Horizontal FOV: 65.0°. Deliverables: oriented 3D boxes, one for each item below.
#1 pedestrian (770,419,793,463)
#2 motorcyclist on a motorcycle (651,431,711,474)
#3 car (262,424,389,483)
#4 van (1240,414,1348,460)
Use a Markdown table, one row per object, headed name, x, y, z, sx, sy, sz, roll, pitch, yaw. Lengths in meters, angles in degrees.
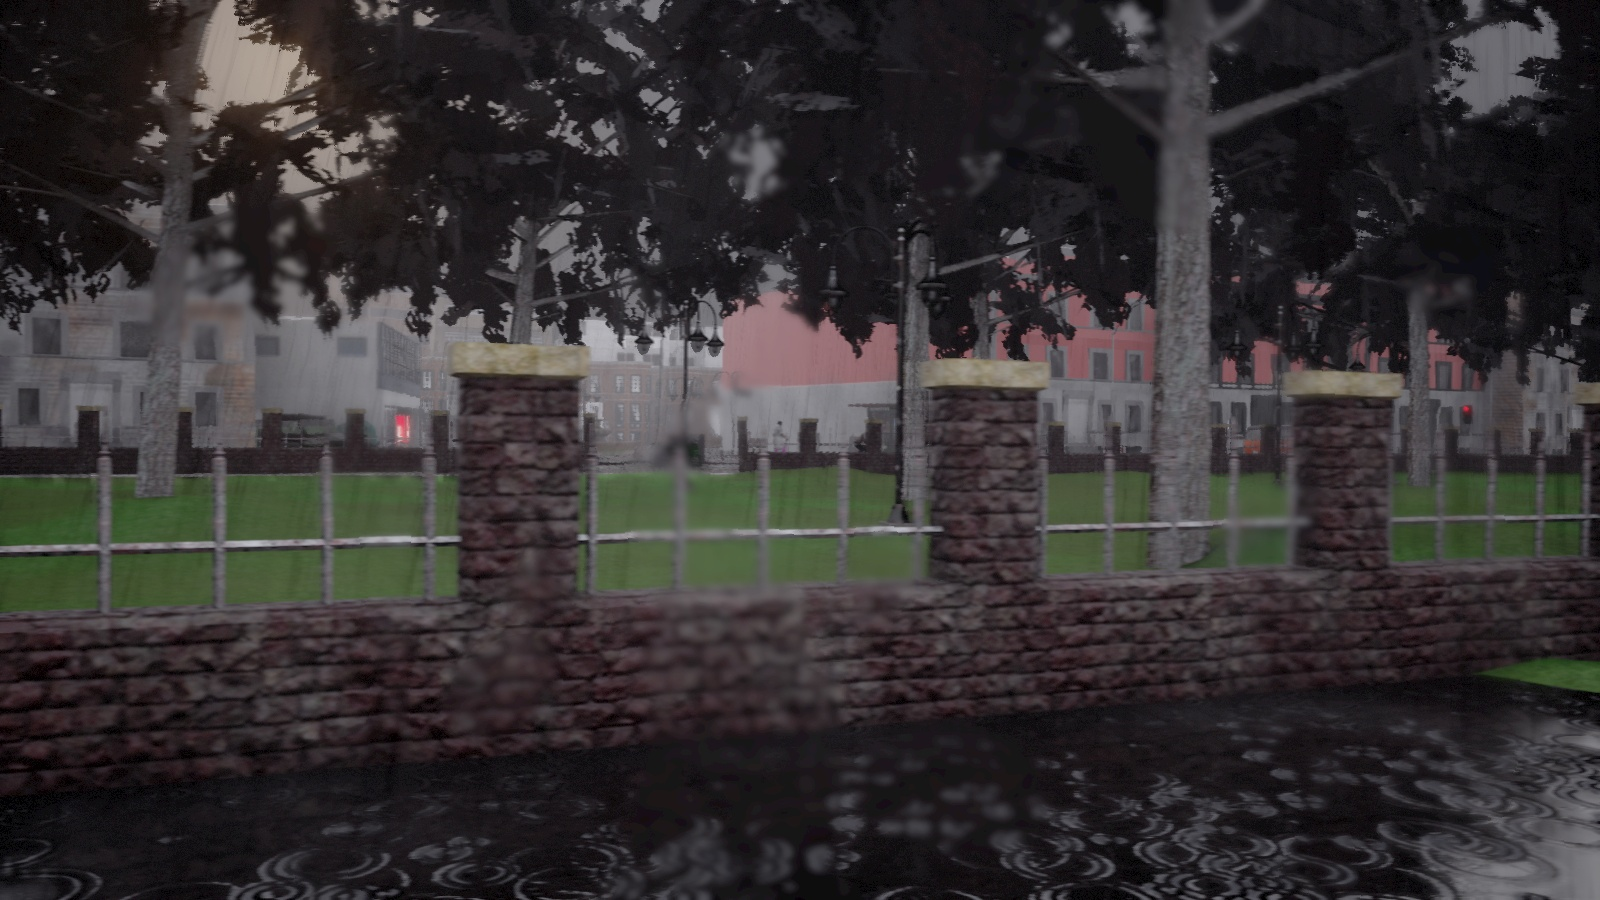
| name | x | y | z | sx | sy | sz | roll | pitch | yaw |
| --- | --- | --- | --- | --- | --- | --- | --- | --- | --- |
| pedestrian | -0.829 | -0.419 | 56.875 | 0.873 | 1.952 | 0.659 | -1 | 1 | -16 |
| motorcyclist on a motorcycle | -4.392 | 0.071 | 46.344 | 2.044 | 1.523 | 0.797 | -1 | 1 | -21 |
| car | -15.821 | 0.081 | 41.932 | 3.866 | 1.878 | 1.905 | -1 | 1 | -21 |
| van | 22.281 | -0.614 | 56.641 | 4.442 | 1.987 | 1.775 | -1 | 1 | -21 |
